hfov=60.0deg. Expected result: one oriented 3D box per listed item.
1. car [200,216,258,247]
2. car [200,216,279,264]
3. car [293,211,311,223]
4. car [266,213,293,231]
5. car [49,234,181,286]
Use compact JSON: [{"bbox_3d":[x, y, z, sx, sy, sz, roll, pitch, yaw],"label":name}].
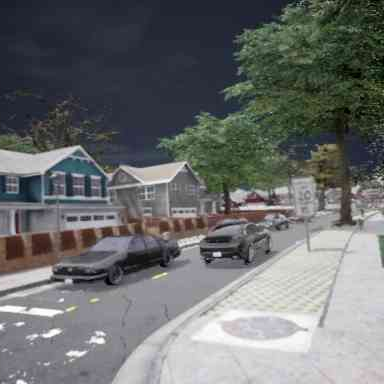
[{"bbox_3d":[2.471,2.439,21.113,1.837,1.490,4.892,-6,-4,28],"label":"car"},{"bbox_3d":[1.976,2.015,13.899,1.837,1.490,4.892,-6,-4,27],"label":"car"},{"bbox_3d":[12.650,2.880,38.939,1.837,1.490,4.892,-6,-4,31],"label":"car"},{"bbox_3d":[7.422,2.688,30.049,1.812,1.442,4.674,-6,-4,29],"label":"car"},{"bbox_3d":[-2.345,2.228,11.878,2.033,1.411,5.357,-6,-4,27],"label":"car"}]
